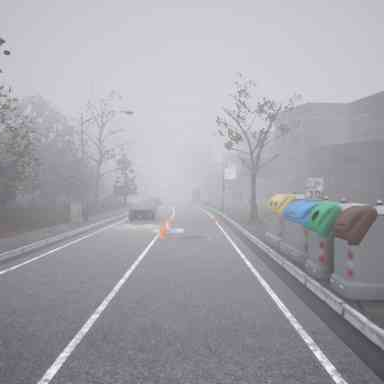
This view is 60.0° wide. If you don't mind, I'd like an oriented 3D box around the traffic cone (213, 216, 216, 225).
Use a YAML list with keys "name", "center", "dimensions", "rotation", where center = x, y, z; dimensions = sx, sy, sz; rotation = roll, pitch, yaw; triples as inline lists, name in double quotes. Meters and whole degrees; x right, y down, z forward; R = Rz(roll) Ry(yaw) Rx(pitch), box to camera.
- name: "traffic cone"
  center: [1.496, 1.913, 22.085]
  dimensions: [0.340, 0.580, 0.340]
  rotation: [0, 0, 6]

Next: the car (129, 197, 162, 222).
- name: "car"
  center: [-3.622, 1.428, 25.683]
  dimensions: [1.882, 1.535, 5.008]
  rotation: [0, 0, -1]

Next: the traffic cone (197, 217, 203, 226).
- name: "traffic cone"
  center: [0.529, 1.913, 21.955]
  dimensions: [0.340, 0.580, 0.340]
  rotation: [0, 0, 0]
